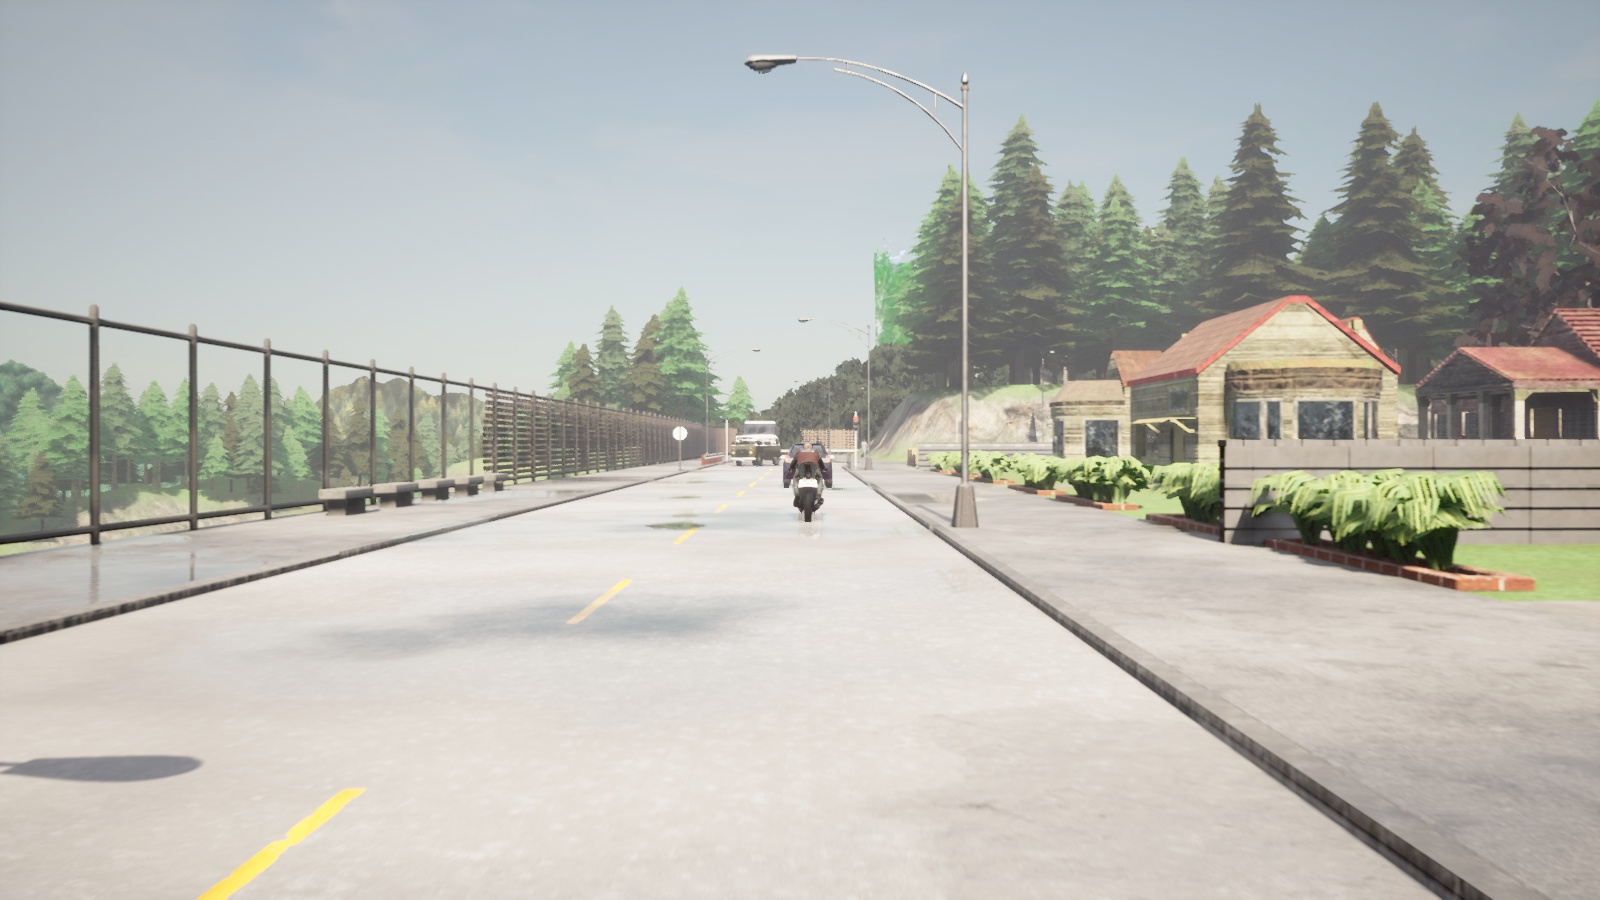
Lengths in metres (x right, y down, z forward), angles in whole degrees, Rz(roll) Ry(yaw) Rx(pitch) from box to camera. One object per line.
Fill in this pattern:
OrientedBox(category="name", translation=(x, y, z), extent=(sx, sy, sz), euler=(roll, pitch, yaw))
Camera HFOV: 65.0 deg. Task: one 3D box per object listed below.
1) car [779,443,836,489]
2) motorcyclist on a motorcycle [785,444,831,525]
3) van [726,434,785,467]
OrientedBox(category="car", translation=(0.260, 0.519, 42.846), extent=(1.845, 1.501, 3.633), euler=(0, 0, 0))
OrientedBox(category="motorcyclist on a motorcycle", translation=(0.156, 0.642, 24.728), extent=(0.866, 1.530, 2.191), euler=(0, 0, 0))
OrientedBox(category="van", translation=(-2.799, 0.015, 80.327), extent=(2.069, 2.038, 4.480), euler=(-1, 0, 23))
